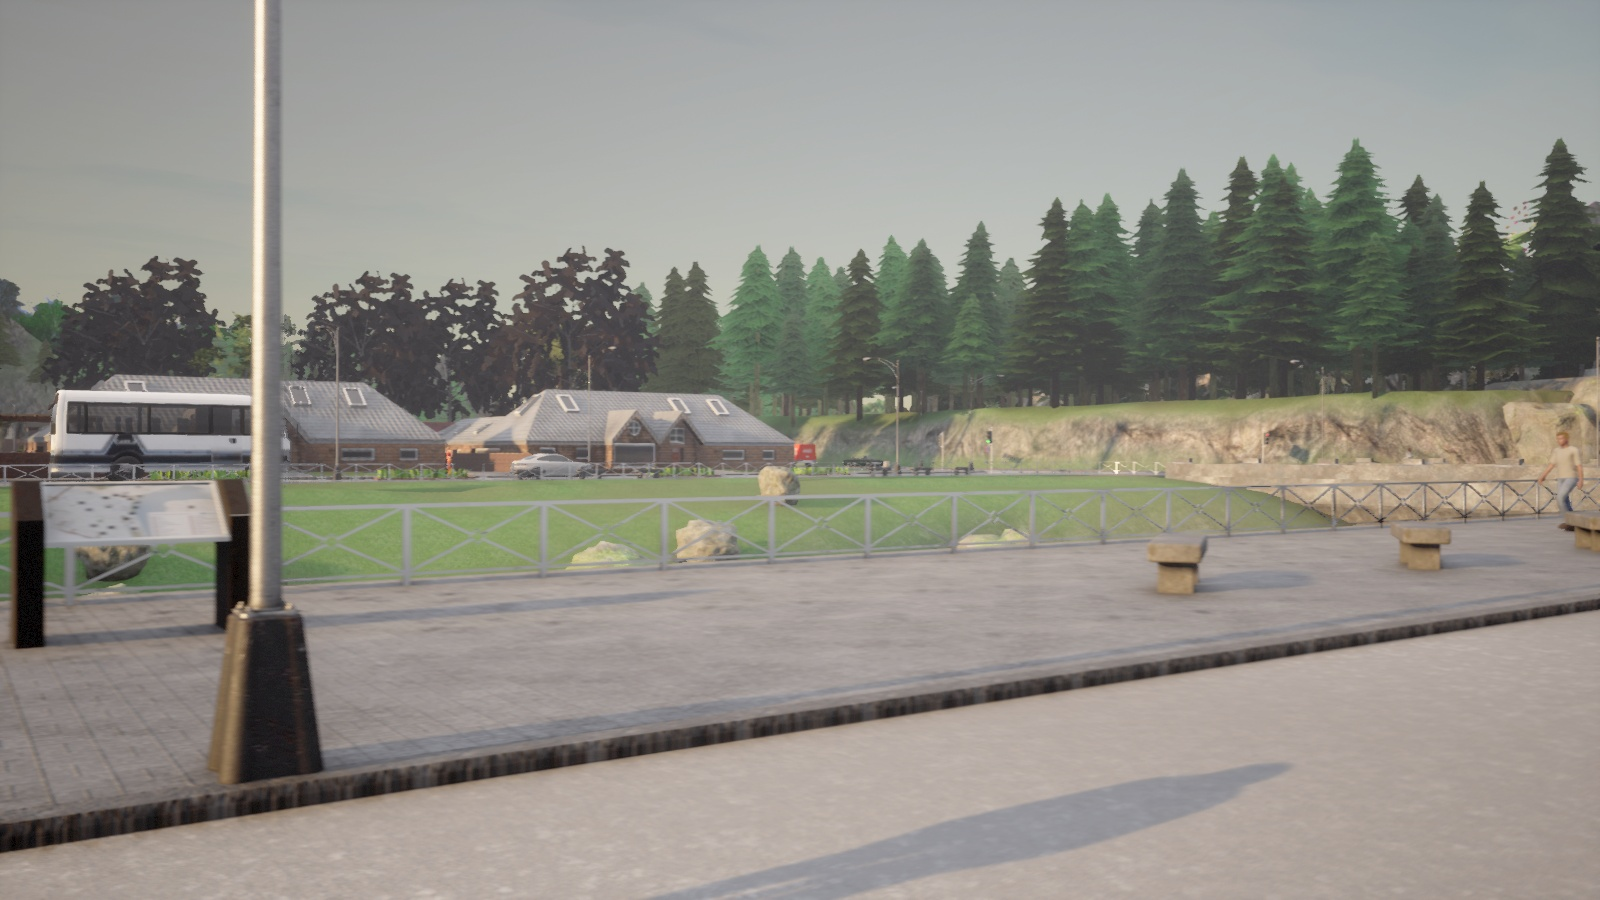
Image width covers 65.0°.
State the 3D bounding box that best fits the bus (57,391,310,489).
[{"bbox_3d":[-28.955,-0.425,59.249,10.273,4.253,3.944,0,0,-35],"label":"bus"}]

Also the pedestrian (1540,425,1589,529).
[{"bbox_3d":[13.682,0.481,22.487,0.706,1.836,0.354,0,0,-14],"label":"pedestrian"}]

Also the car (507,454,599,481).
[{"bbox_3d":[-13.726,0.971,69.839,4.674,1.442,1.812,0,0,-35],"label":"car"}]
